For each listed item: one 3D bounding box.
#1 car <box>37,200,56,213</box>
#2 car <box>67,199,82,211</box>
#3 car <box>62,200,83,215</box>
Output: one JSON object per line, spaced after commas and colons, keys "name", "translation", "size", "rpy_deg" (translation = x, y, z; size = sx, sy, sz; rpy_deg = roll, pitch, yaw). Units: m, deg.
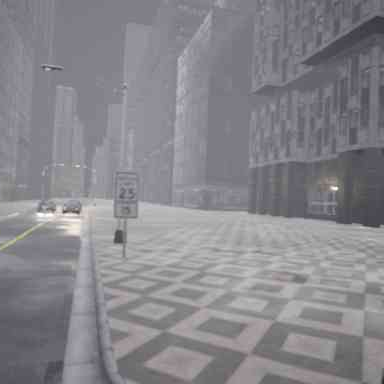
{"name": "car", "translation": [-18.054, 1.708, 41.485], "size": [2.128, 1.511, 4.902], "rpy_deg": [3, -1, -17]}
{"name": "car", "translation": [-17.133, 1.920, 48.557], "size": [1.837, 1.490, 4.892], "rpy_deg": [3, -1, -17]}
{"name": "car", "translation": [-13.889, 1.924, 38.396], "size": [1.895, 1.301, 4.718], "rpy_deg": [3, -1, -17]}
